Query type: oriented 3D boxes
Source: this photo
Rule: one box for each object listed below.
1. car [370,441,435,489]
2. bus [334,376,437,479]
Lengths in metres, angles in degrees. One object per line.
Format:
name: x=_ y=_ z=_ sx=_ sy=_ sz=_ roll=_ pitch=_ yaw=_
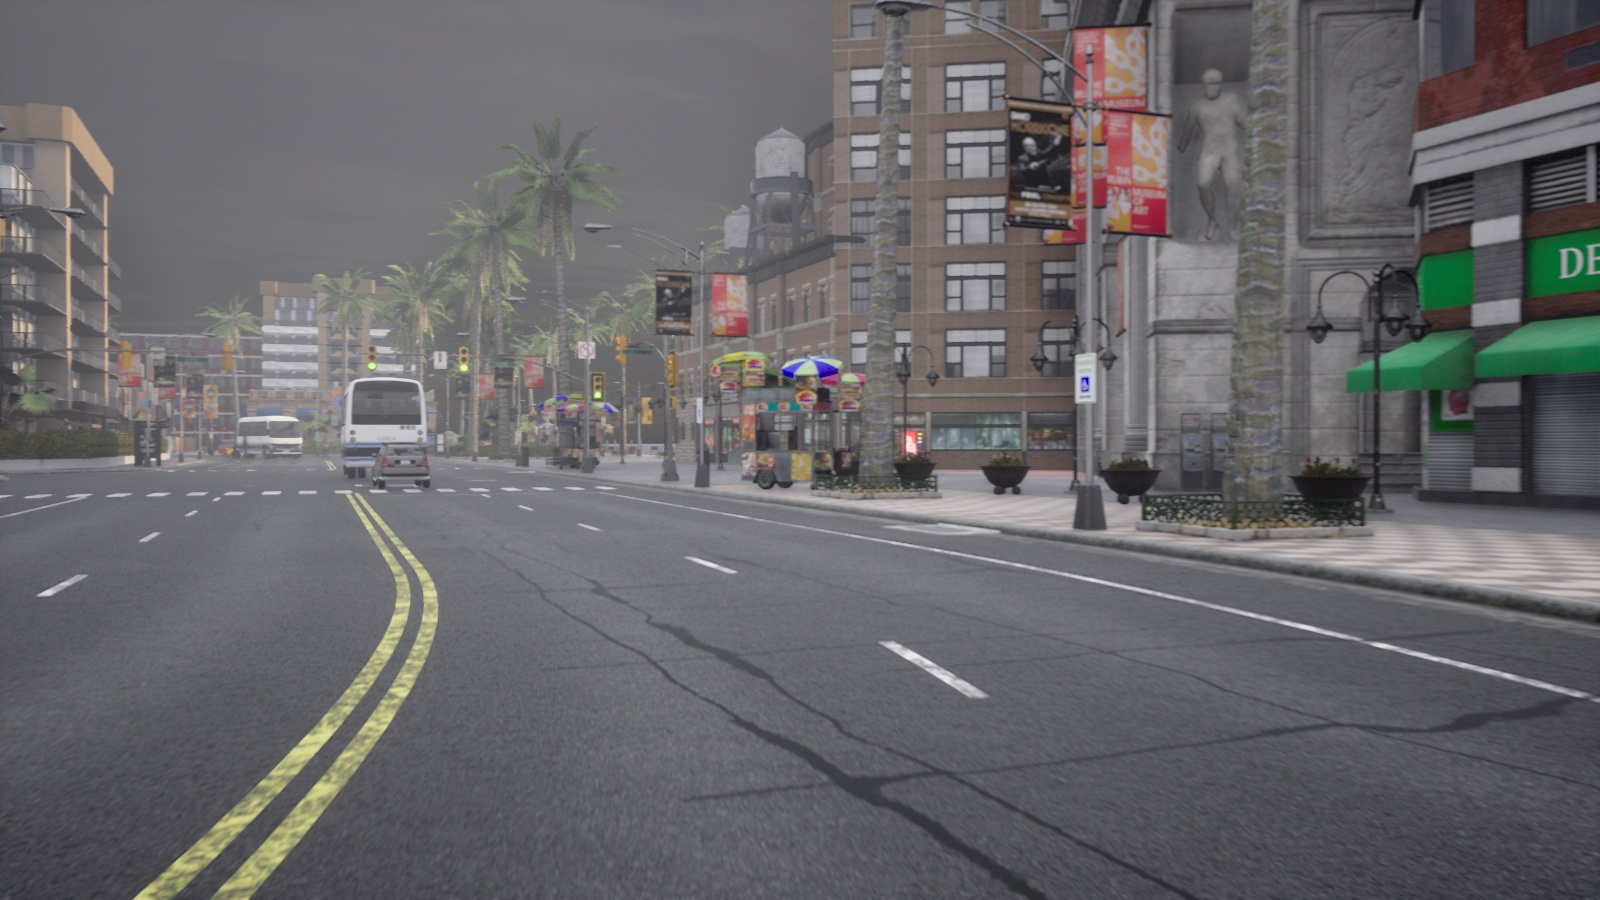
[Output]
car: x=-13.721 y=0.483 z=43.231 sx=1.789 sy=1.549 sz=3.705 roll=0 pitch=0 yaw=-23
bus: x=-19.053 y=-0.951 z=57.246 sx=3.944 sy=4.253 sz=10.273 roll=0 pitch=0 yaw=-21
